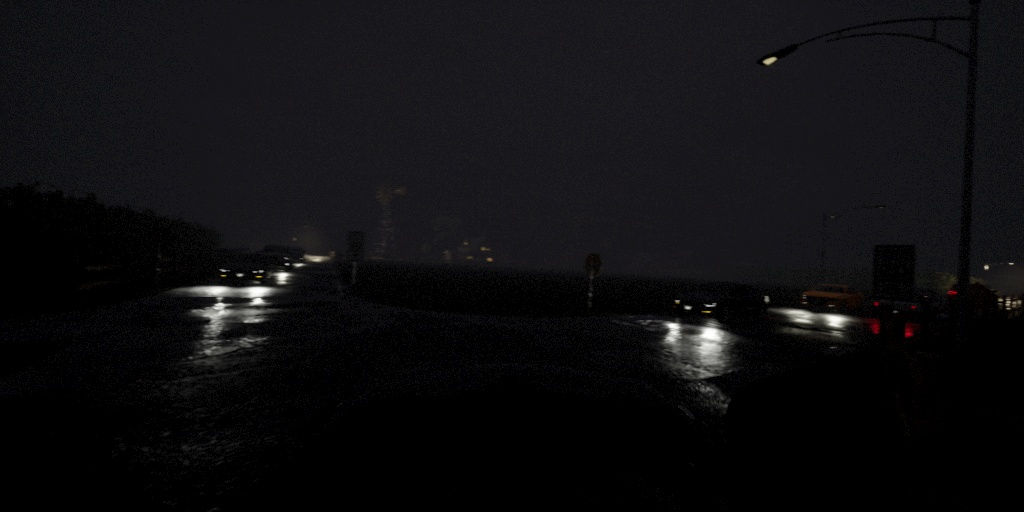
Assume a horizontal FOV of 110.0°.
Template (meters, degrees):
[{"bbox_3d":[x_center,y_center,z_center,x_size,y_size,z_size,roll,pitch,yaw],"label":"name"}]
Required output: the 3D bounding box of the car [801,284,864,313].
[{"bbox_3d":[19.246,2.438,21.492,5.008,1.535,1.882,4,-1,-32],"label":"car"}]

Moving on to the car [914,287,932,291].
[{"bbox_3d":[36.399,3.527,32.248,4.892,1.490,1.837,4,-1,-32],"label":"car"}]

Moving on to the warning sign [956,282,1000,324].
[{"bbox_3d":[22.000,2.179,16.979,1.060,1.860,1.300,0,0,-32],"label":"warning sign"}]

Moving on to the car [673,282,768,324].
[{"bbox_3d":[8.692,1.825,14.817,4.892,1.490,1.837,3,-1,-32],"label":"car"}]

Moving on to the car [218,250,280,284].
[{"bbox_3d":[-13.770,0.602,18.863,1.837,1.490,4.892,4,-1,-27],"label":"car"}]

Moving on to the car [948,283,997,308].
[{"bbox_3d":[39.745,3.414,30.993,5.566,2.045,2.150,3,-1,-32],"label":"car"}]

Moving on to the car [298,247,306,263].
[{"bbox_3d":[-27.444,-0.200,45.299,2.150,2.045,5.566,4,-1,-27],"label":"car"}]

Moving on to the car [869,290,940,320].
[{"bbox_3d":[21.104,2.638,19.192,4.718,1.301,1.895,3,-1,-32],"label":"car"}]

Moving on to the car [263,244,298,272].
[{"bbox_3d":[-19.142,0.112,29.238,2.150,2.045,5.566,4,-1,-28],"label":"car"}]
